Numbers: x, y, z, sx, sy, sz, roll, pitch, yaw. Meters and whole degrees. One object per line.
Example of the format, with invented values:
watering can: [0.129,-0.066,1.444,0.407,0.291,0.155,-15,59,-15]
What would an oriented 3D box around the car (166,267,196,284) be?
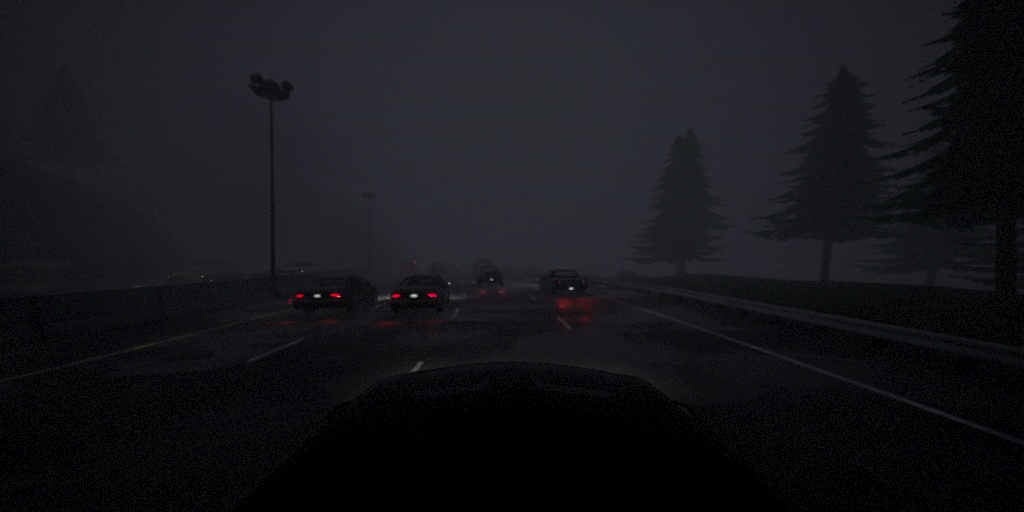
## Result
car: [-32.487,1.908,36.265,1.882,1.535,5.008,-1,0,-14]

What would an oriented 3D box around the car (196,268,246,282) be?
car: [-28.731,1.977,35.766,1.895,1.301,4.718,-1,0,-14]

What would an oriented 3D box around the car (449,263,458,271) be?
car: [-10.221,1.841,59.165,1.994,1.385,4.181,0,0,-22]

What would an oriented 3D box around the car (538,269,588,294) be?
car: [2.845,1.442,21.104,1.895,1.301,4.718,-1,0,-7]

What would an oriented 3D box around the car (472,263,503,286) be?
car: [-1.815,1.473,27.349,1.812,1.442,4.674,0,0,-10]

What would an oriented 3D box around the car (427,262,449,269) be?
car: [-10.058,1.549,47.624,2.097,1.767,4.553,-1,0,-17]

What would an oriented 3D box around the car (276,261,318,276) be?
car: [-21.912,1.514,37.270,2.150,2.045,5.566,-1,-1,-14]

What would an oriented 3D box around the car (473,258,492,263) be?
car: [-4.436,1.385,53.923,2.150,2.045,5.566,0,0,-19]

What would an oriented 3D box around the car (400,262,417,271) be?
car: [-13.876,1.605,48.184,2.097,1.767,4.553,-1,0,-18]

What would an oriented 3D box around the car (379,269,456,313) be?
car: [-3.615,1.435,14.795,2.033,1.411,5.357,-1,0,-6]

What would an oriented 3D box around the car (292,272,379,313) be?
car: [-7.182,1.488,15.222,2.033,1.411,5.357,-1,0,-6]

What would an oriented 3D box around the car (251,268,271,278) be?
car: [-25.685,1.949,37.960,1.895,1.301,4.718,-1,0,-14]
